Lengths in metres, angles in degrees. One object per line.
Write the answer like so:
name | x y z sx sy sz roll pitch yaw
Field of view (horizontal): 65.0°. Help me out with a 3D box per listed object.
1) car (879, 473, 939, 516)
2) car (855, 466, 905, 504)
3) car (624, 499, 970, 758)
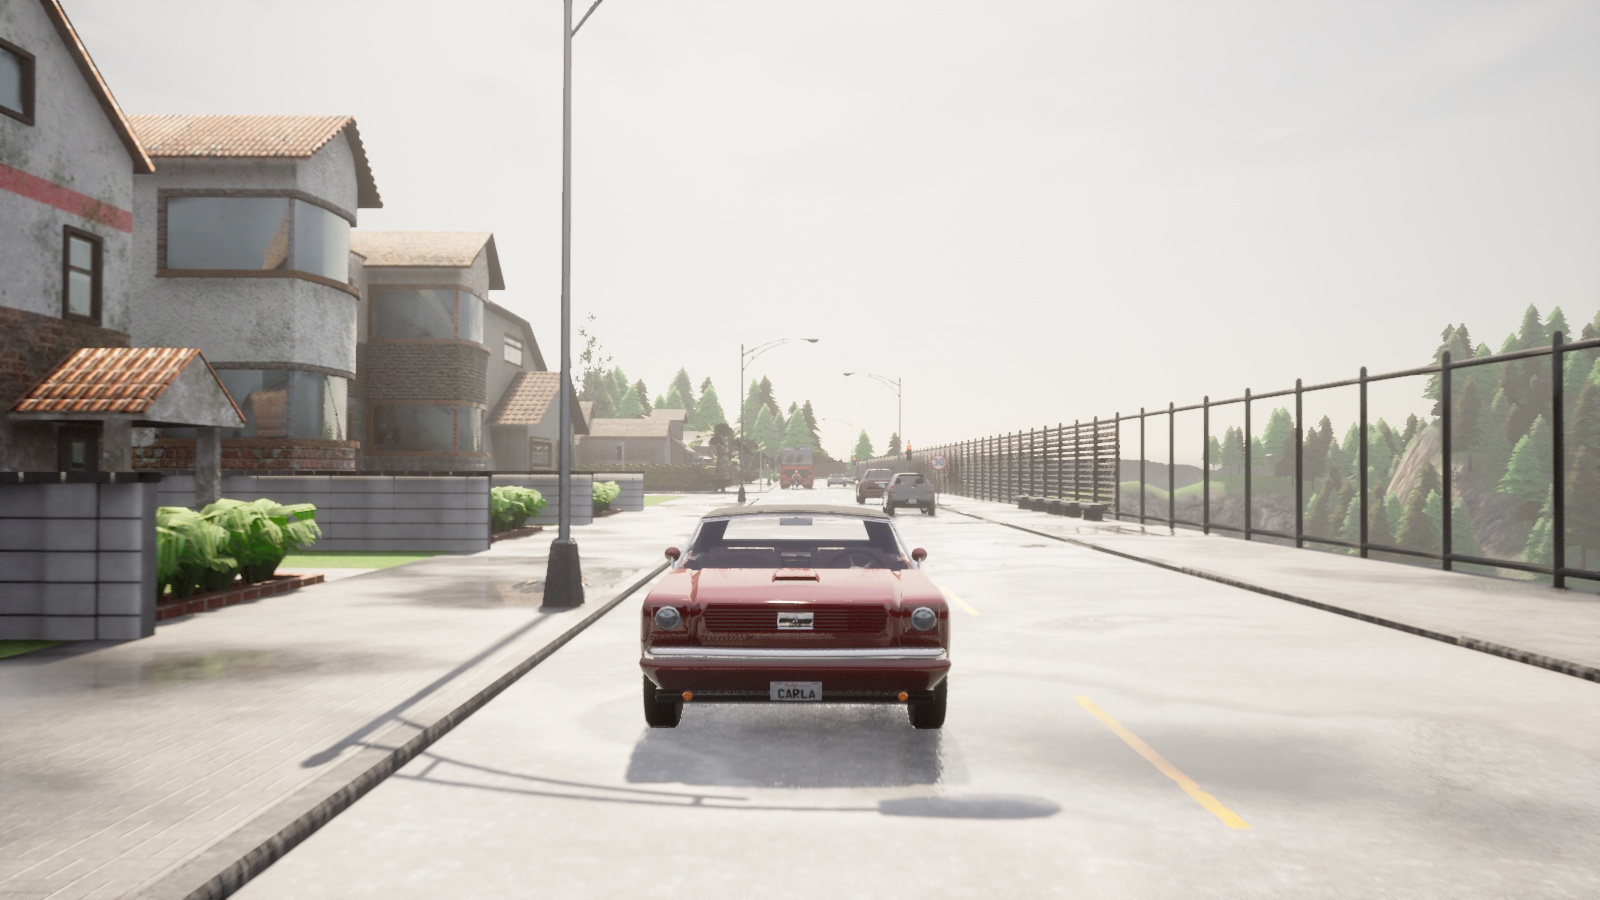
car | 3.890 1.573 45.427 1.845 1.501 3.633 0 -1 0
car | 3.851 1.682 61.166 2.097 1.767 4.553 0 -1 0
car | -0.022 1.070 9.250 1.895 1.301 4.718 0 -1 0
